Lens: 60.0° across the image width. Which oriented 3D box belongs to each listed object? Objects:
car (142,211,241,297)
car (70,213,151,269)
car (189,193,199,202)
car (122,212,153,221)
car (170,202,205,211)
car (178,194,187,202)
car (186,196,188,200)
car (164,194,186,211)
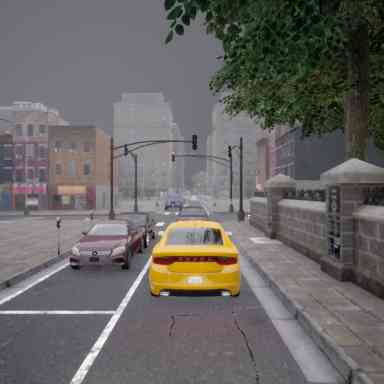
[{"bbox_3d":[0.078,1.477,8.639,1.882,1.535,5.008,0,0,0],"label":"car"},{"bbox_3d":[-2.623,1.581,11.045,1.802,1.307,4.206,0,0,0],"label":"car"},{"bbox_3d":[0.379,1.508,66.917,1.812,1.442,4.674,0,0,0],"label":"car"},{"bbox_3d":[-2.618,1.565,14.708,1.947,1.339,4.313,0,0,0],"label":"car"},{"bbox_3d":[0.030,1.546,19.128,2.033,1.411,5.357,0,0,0],"label":"car"},{"bbox_3d":[-2.119,1.318,76.515,2.097,1.767,4.553,0,0,0],"label":"car"},{"bbox_3d":[-2.199,1.477,60.584,2.128,1.511,4.902,0,0,0],"label":"car"},{"bbox_3d":[-2.212,1.212,40.765,2.150,2.045,5.566,0,0,-1],"label":"car"}]
